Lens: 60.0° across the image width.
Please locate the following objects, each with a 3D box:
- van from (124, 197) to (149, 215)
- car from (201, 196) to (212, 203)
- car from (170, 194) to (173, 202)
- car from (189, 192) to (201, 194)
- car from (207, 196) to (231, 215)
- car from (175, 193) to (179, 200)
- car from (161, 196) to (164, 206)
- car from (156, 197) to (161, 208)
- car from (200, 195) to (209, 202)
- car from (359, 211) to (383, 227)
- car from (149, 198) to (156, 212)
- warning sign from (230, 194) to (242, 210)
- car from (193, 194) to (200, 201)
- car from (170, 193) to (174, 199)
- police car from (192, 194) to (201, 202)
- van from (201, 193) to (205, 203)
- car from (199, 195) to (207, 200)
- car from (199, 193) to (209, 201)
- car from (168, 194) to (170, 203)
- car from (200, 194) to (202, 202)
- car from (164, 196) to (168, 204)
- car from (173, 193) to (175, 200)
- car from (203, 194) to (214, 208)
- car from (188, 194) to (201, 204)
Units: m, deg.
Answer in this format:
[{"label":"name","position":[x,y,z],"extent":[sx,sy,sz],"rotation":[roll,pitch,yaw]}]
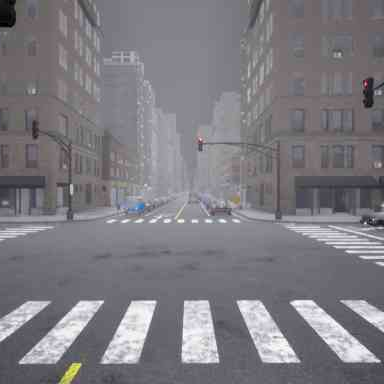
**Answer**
[{"label":"van","position":[-5.722,1.343,33.423],"extent":[1.690,1.788,3.998],"rotation":[0,0,0]},{"label":"car","position":[2.947,1.551,67.405],"extent":[2.008,1.369,4.403],"rotation":[0,0,0]},{"label":"car","position":[-5.579,1.566,67.433],"extent":[1.947,1.339,4.313],"rotation":[0,0,0]},{"label":"car","position":[0.303,1.038,72.994],"extent":[2.150,2.045,5.566],"rotation":[0,0,0]},{"label":"car","position":[2.804,1.442,33.390],"extent":[1.967,1.590,4.097],"rotation":[0,0,0]},{"label":"car","position":[-5.484,1.306,90.106],"extent":[2.192,1.841,5.009],"rotation":[0,0,0]},{"label":"car","position":[-5.651,1.585,50.428],"extent":[1.802,1.307,4.206],"rotation":[0,0,0]},{"label":"car","position":[-5.674,1.568,44.760],"extent":[1.947,1.339,4.313],"rotation":[0,0,0]},{"label":"car","position":[2.994,1.436,78.744],"extent":[1.967,1.590,4.097],"rotation":[0,0,0]},{"label":"car","position":[13.453,1.561,20.724],"extent":[5.357,1.411,2.033],"rotation":[0,0,0]},{"label":"car","position":[-5.698,1.442,39.092],"extent":[1.967,1.590,4.097],"rotation":[0,0,0]},{"label":"warning sign","position":[5.230,1.118,39.374],"extent":[1.300,1.860,1.060],"rotation":[0,0,0]},{"label":"car","position":[1.159,1.447,89.582],"extent":[1.801,1.575,5.366],"rotation":[0,0,0]},{"label":"car","position":[-5.555,1.543,73.101],"extent":[1.887,1.381,4.507],"rotation":[0,0,0]},{"label":"police car","position":[1.126,1.421,79.487],"extent":[1.930,1.638,5.238],"rotation":[0,0,-1]},{"label":"van","position":[2.899,1.343,56.066],"extent":[1.690,1.788,3.998],"rotation":[0,0,0]},{"label":"car","position":[3.042,1.557,90.083],"extent":[1.947,1.339,4.313],"rotation":[0,0,0]},{"label":"car","position":[3.018,1.308,84.413],"extent":[2.192,1.841,5.009],"rotation":[0,0,0]},{"label":"car","position":[-5.604,1.527,61.595],"extent":[1.752,1.417,4.829],"rotation":[0,0,0]},{"label":"car","position":[2.923,1.526,61.905],"extent":[1.752,1.417,4.829],"rotation":[0,0,0]},{"label":"car","position":[-5.627,1.568,56.097],"extent":[1.947,1.339,4.313],"rotation":[0,0,0]},{"label":"car","position":[-5.532,1.521,78.599],"extent":[1.752,1.417,4.829],"rotation":[0,0,0]},{"label":"car","position":[2.851,1.443,44.728],"extent":[1.967,1.590,4.097],"rotation":[0,0,0]},{"label":"car","position":[0.261,1.565,62.960],"extent":[1.994,1.385,4.181],"rotation":[0,0,0]}]
